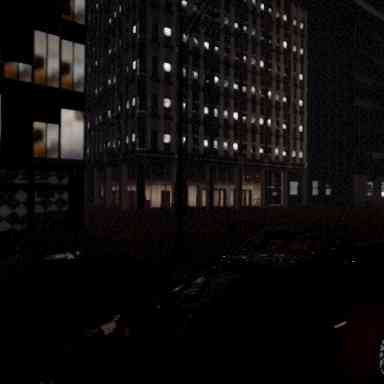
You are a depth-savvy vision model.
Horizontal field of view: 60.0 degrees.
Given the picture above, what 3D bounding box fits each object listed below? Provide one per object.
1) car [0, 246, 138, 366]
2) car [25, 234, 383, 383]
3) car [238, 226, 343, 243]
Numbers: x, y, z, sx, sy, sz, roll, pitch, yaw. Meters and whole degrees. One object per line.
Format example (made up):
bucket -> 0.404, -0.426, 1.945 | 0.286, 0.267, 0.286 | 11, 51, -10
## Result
car -> -2.310, 1.566, 4.902 | 4.313, 1.339, 1.947 | 0, 0, -36
car -> 0.787, 1.528, 3.944 | 4.674, 1.442, 1.812 | 0, 0, -35
car -> 2.282, 1.555, 8.181 | 4.403, 1.369, 2.008 | 0, 0, -36
